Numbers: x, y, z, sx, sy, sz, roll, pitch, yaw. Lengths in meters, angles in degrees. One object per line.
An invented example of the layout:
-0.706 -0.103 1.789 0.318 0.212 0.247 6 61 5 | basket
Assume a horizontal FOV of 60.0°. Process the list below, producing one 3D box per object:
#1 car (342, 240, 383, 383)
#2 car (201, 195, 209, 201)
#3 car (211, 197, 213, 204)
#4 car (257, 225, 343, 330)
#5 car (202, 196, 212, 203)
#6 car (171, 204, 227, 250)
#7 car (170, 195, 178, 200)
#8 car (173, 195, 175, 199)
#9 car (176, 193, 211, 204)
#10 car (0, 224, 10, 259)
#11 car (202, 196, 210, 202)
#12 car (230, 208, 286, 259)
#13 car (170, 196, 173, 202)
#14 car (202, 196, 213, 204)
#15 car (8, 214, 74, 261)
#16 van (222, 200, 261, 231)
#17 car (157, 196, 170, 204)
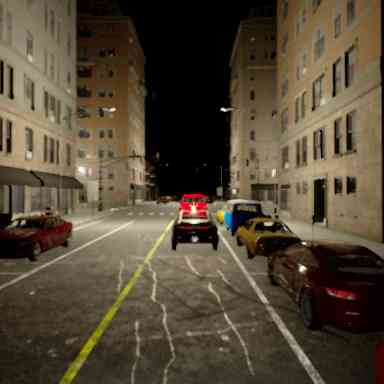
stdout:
2.677 1.315 0.928 2.192 1.841 5.009 1 0 0 | car
3.364 1.566 88.936 1.947 1.339 4.313 1 0 1 | car
3.004 1.570 61.285 1.947 1.339 4.313 1 0 1 | car
2.676 1.583 6.601 1.802 1.307 4.206 1 0 0 | car
3.148 1.554 72.346 2.008 1.369 4.403 1 0 1 | car
0.103 1.495 14.375 2.128 1.511 4.902 0 0 0 | car
-5.091 1.526 94.395 1.752 1.417 4.829 1 0 1 | car
-5.377 1.556 72.450 2.008 1.369 4.403 1 0 1 | car
0.106 1.227 26.061 2.150 2.045 5.566 0 0 0 | car
-5.849 1.568 6.607 1.947 1.339 4.313 1 0 0 | car
3.220 1.547 77.876 1.887 1.381 4.507 1 0 1 | car
2.678 1.528 12.445 1.752 1.417 4.829 1 0 0 | car
-5.449 1.572 66.921 1.947 1.339 4.313 1 0 1 | car
3.076 1.549 66.815 1.887 1.381 4.507 1 0 1 | car
-5.848 1.548 12.279 1.887 1.381 4.507 1 0 0 | car
2.682 1.344 17.948 1.690 1.788 3.998 1 0 0 | van
-5.521 1.588 61.392 1.802 1.307 4.206 1 0 1 | car
